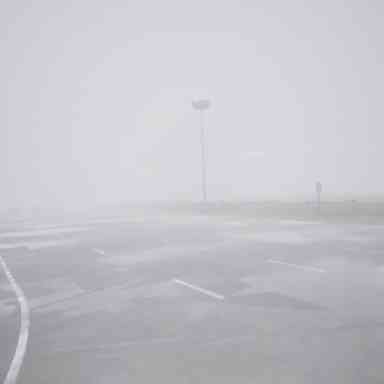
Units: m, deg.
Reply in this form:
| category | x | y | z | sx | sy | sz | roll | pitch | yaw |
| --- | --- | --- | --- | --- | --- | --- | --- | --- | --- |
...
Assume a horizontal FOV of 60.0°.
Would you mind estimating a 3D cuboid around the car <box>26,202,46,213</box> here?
| category | x | y | z | sx | sy | sz | roll | pitch | yaw |
| --- | --- | --- | --- | --- | --- | --- | --- | --- | --- |
| car | -28.930 | 2.988 | 61.334 | 1.882 | 1.535 | 5.008 | -2 | 0 | -34 |

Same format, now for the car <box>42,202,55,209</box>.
| category | x | y | z | sx | sy | sz | roll | pitch | yaw |
| --- | --- | --- | --- | --- | --- | --- | --- | --- | --- |
| car | -37.252 | 3.510 | 86.360 | 2.128 | 1.511 | 4.902 | -2 | 0 | -34 |

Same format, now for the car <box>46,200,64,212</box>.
| category | x | y | z | sx | sy | sz | roll | pitch | yaw |
| --- | --- | --- | --- | --- | --- | --- | --- | --- | --- |
| car | -25.785 | 2.615 | 62.907 | 2.150 | 2.045 | 5.566 | -2 | 0 | -34 |

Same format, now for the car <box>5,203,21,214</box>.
| category | x | y | z | sx | sy | sz | roll | pitch | yaw |
| --- | --- | --- | --- | --- | --- | --- | --- | --- | --- |
| car | -31.628 | 3.206 | 59.081 | 1.895 | 1.301 | 4.718 | -2 | 0 | -34 |
